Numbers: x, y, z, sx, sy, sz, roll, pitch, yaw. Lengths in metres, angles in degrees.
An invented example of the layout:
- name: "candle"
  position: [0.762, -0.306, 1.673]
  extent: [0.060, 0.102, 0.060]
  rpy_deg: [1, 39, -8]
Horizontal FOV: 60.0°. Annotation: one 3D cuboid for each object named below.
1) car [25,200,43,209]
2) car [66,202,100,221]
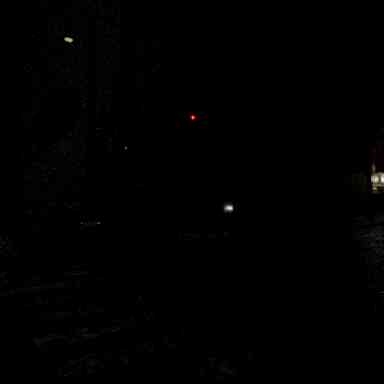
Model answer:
- name: "car"
  position: [-23.347, 1.809, 49.068]
  extent: [1.994, 1.385, 4.181]
  rpy_deg: [0, -1, -34]
- name: "car"
  position: [-9.627, 1.641, 29.361]
  extent: [1.882, 1.535, 5.008]
  rpy_deg: [0, 0, -35]
